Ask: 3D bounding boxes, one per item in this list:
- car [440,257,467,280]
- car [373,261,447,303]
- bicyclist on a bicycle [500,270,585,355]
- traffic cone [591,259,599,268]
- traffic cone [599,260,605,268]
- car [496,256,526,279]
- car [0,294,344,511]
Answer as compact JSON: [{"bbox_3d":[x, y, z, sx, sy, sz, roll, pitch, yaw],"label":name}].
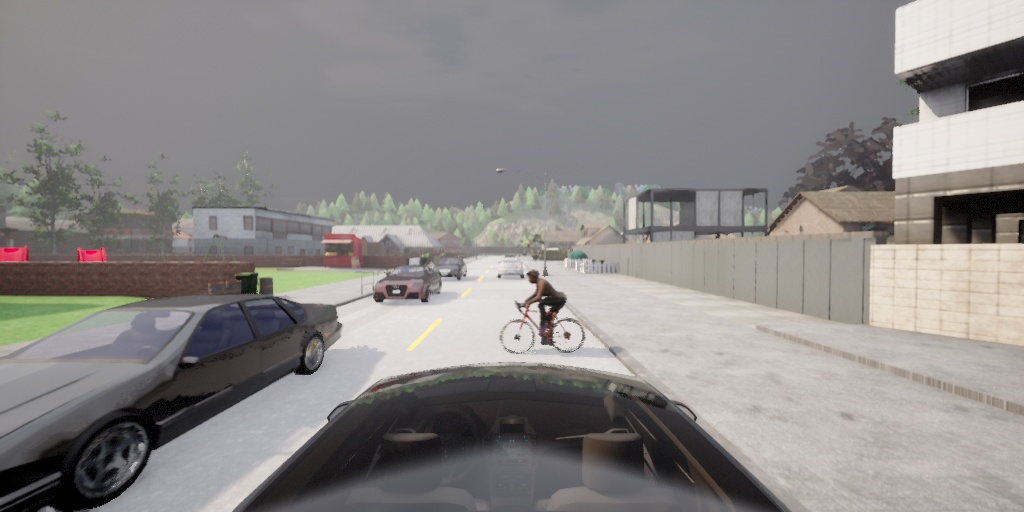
[{"bbox_3d":[-4.278,0.832,25.217,2.128,1.511,4.902,0,1,0],"label":"car"},{"bbox_3d":[-4.207,1.081,15.003,1.994,1.385,4.181,0,1,0],"label":"car"},{"bbox_3d":[0.579,1.090,6.907,1.656,1.620,0.582,-1,1,0],"label":"bicyclist on a bicycle"},{"bbox_3d":[10.040,0.872,43.450,0.344,0.586,0.344,0,0,0],"label":"traffic cone"},{"bbox_3d":[11.031,0.830,44.498,0.344,0.586,0.344,0,0,0],"label":"traffic cone"},{"bbox_3d":[-0.100,0.847,26.540,1.812,1.442,4.674,0,1,-1],"label":"car"},{"bbox_3d":[-4.123,1.245,4.542,2.033,1.411,5.357,0,1,-1],"label":"car"}]
